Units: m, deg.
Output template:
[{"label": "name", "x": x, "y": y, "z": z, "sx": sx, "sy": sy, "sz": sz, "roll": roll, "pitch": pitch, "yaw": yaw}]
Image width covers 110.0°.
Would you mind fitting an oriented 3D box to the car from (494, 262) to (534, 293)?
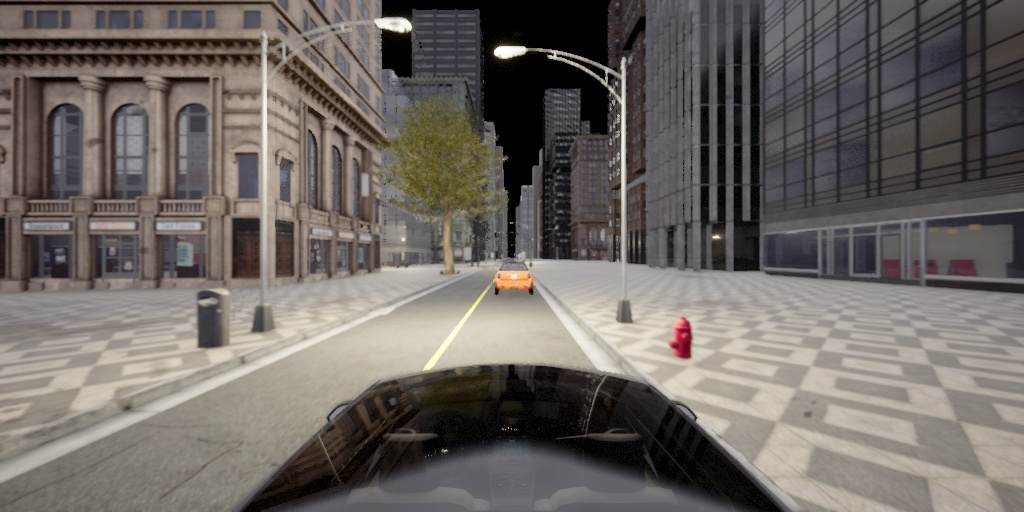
[{"label": "car", "x": 0.108, "y": 1.102, "z": 20.666, "sx": 2.097, "sy": 1.767, "sz": 4.553, "roll": 0, "pitch": 0, "yaw": 0}]
